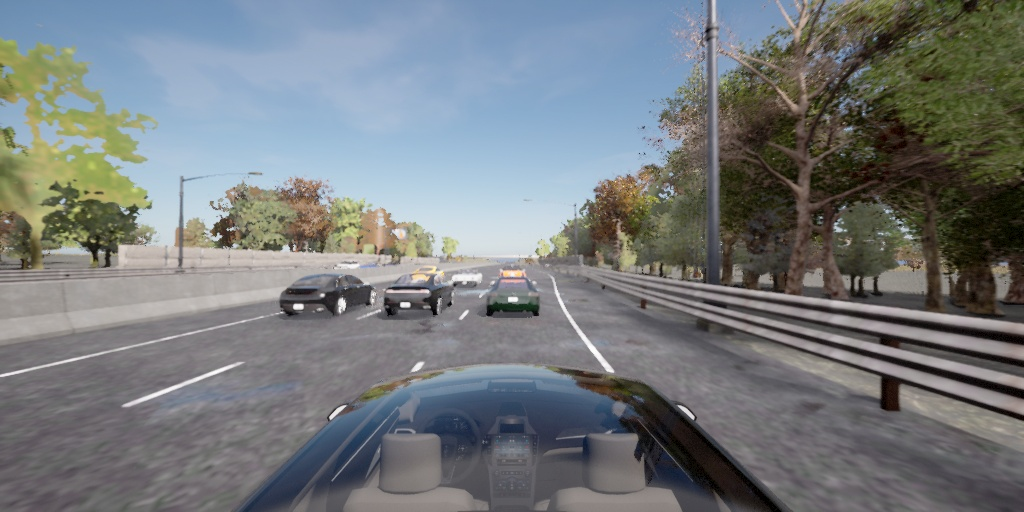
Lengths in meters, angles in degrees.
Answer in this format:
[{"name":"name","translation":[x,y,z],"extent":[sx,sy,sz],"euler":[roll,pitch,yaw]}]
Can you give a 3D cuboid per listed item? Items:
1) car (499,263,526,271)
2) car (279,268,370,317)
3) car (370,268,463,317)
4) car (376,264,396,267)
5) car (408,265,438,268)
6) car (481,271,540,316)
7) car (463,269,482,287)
[{"name":"car","translation":[0.051,1.473,29.008],"extent":[2.097,1.767,4.553],"euler":[0,-1,0]},{"name":"car","translation":[-6.951,1.423,14.127],"extent":[1.837,1.490,4.892],"euler":[0,0,0]},{"name":"car","translation":[-3.451,1.408,14.085],"extent":[2.128,1.511,4.902],"euler":[0,-1,0]},{"name":"car","translation":[-21.003,2.144,61.780],"extent":[2.033,1.411,5.357],"euler":[0,-1,0]},{"name":"car","translation":[-6.941,1.618,30.336],"extent":[1.882,1.535,5.008],"euler":[0,0,0]},{"name":"car","translation":[0.052,1.484,14.352],"extent":[1.994,1.385,4.181],"euler":[0,-1,1]},{"name":"car","translation":[-3.455,1.715,28.482],"extent":[1.895,1.301,4.718],"euler":[0,-1,1]}]
